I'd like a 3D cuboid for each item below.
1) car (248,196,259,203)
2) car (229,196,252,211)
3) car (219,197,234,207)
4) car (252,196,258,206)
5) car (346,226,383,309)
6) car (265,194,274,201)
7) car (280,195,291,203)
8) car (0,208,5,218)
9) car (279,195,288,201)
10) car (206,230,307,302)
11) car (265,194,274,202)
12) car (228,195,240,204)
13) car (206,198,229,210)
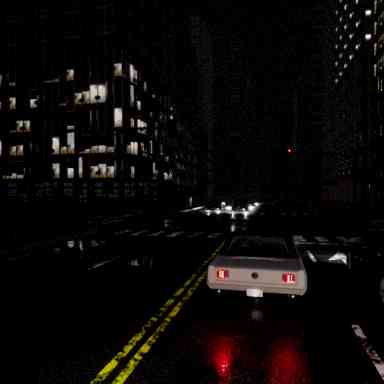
[{"bbox_3d":[12.610,1.541,68.320,1.895,1.301,4.718,0,0,13],"label":"car"},{"bbox_3d":[5.968,1.502,40.750,1.812,1.442,4.674,0,0,13],"label":"car"},{"bbox_3d":[5.551,1.566,53.060,1.895,1.301,4.718,0,0,13],"label":"car"},{"bbox_3d":[9.253,1.453,54.565,2.128,1.511,4.902,0,0,13],"label":"car"},{"bbox_3d":[4.849,1.501,7.462,1.837,1.490,4.892,0,0,13],"label":"car"},{"bbox_3d":[18.848,1.284,80.522,2.128,1.511,4.902,0,0,13],"label":"car"},{"bbox_3d":[19.605,1.473,69.635,2.033,1.411,5.357,0,0,13],"label":"car"},{"bbox_3d":[-17.275,1.434,26.732,4.313,1.339,1.947,1,1,15],"label":"car"},{"bbox_3d":[22.017,1.354,79.800,1.895,1.301,4.718,0,0,13],"label":"car"},{"bbox_3d":[1.721,1.597,8.370,1.895,1.301,4.718,0,0,14],"label":"car"},{"bbox_3d":[16.546,1.529,70.822,1.895,1.301,4.718,0,0,13],"label":"car"},{"bbox_3d":[8.031,1.457,63.313,1.837,1.490,4.892,0,1,14],"label":"car"},{"bbox_3d":[3.204,1.523,43.197,2.033,1.411,5.357,0,0,13],"label":"car"}]
